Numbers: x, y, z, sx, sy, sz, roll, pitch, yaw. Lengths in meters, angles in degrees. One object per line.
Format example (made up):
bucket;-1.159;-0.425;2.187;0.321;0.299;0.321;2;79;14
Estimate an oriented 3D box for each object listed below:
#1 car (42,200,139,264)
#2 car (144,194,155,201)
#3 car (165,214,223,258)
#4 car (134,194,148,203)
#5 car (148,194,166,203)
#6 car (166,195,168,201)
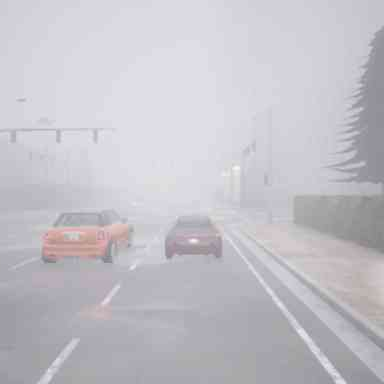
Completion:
car;-3.442;1.332;11.865;2.097;1.767;4.553;0;1;0
car;-10.512;1.311;82.592;1.882;1.535;5.008;0;0;0
car;0.063;1.538;12.673;1.994;1.385;4.181;0;0;0
car;-10.515;1.377;67.119;2.128;1.511;4.902;0;0;0
car;-7.014;1.223;67.149;2.097;1.767;4.553;0;0;0
car;-7.012;1.333;82.593;1.837;1.490;4.892;0;0;0
